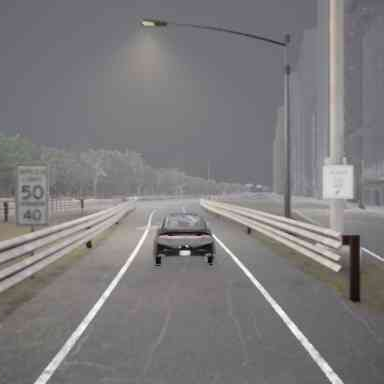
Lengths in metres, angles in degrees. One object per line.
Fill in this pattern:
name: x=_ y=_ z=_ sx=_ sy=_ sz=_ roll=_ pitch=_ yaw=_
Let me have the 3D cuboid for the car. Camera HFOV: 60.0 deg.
car: x=-0.312 y=1.489 z=11.711 sx=2.128 sy=1.511 sz=4.902 roll=0 pitch=0 yaw=-3
